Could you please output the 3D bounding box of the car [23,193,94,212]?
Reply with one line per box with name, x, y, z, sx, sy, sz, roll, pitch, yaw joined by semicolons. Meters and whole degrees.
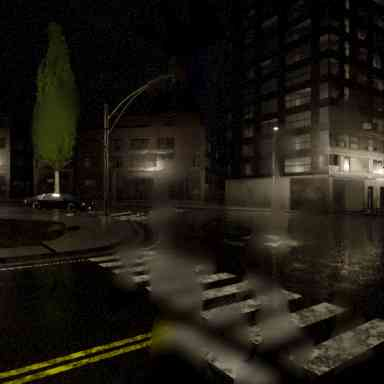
car;-10.534;0.786;26.305;5.357;1.411;2.033;1;0;11
